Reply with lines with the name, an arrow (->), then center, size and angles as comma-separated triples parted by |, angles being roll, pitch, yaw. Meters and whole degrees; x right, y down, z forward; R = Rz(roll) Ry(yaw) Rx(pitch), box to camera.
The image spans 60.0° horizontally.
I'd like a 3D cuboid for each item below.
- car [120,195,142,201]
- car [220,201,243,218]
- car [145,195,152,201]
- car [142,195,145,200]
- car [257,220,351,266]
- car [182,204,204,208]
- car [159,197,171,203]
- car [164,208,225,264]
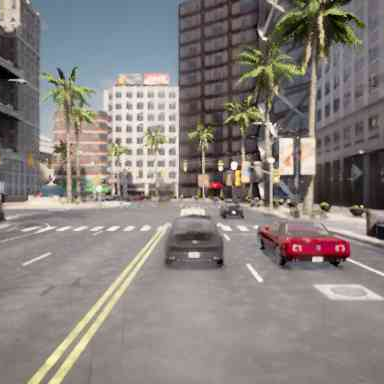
car -> -15.777, 1.719, 85.946 | 4.181, 1.385, 1.994 | 0, 0, 41
car -> 3.581, 1.585, 30.692 | 1.812, 1.442, 4.674 | 0, 0, 0
car -> -13.523, 1.680, 93.040 | 4.892, 1.490, 1.837 | 0, 0, 35
car -> -15.979, 1.653, 90.500 | 5.008, 1.535, 1.882 | 0, 0, 35
car -> 3.573, 1.624, 11.646 | 1.895, 1.301, 4.718 | 0, 0, 0
car -> 0.076, 1.655, 28.030 | 1.895, 1.301, 4.718 | 0, 0, 0
car -> -5.948, 1.694, 72.667 | 1.994, 1.385, 4.181 | 0, 0, -20
car -> 0.072, 1.529, 11.835 | 1.837, 1.490, 4.892 | 0, 0, 0
